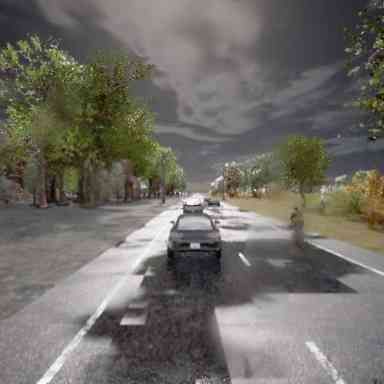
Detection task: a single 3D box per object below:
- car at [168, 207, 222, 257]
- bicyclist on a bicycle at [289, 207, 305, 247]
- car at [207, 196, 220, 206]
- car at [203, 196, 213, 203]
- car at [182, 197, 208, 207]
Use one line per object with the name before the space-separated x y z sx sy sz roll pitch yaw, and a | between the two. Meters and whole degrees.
car | 0.099 1.532 12.786 1.812 1.442 4.674 0 0 0
bicyclist on a bicycle | 4.466 1.460 14.111 0.582 1.620 1.656 0 0 0
car | 3.599 1.594 56.038 1.994 1.385 4.181 0 0 0
car | 3.502 1.636 73.374 1.895 1.301 4.718 0 0 0
car | 0.098 1.507 31.988 2.128 1.511 4.902 0 0 0
